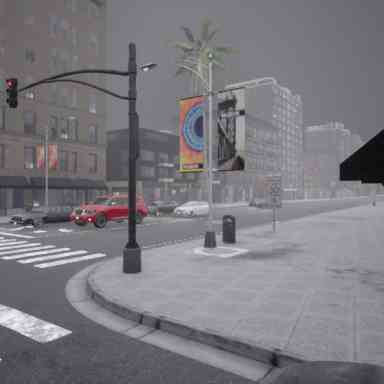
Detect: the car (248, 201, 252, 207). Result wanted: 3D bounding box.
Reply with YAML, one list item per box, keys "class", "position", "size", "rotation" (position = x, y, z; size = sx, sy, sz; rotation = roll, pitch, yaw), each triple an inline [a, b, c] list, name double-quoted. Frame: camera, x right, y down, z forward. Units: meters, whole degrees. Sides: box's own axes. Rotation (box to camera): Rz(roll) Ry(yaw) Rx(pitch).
- class: "car"
  position: [10.518, 1.633, 51.042]
  size: [2.033, 1.411, 5.357]
  rotation: [0, 0, 36]

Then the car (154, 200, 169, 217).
- class: "car"
  position: [-2.978, 1.536, 32.054]
  size: [1.837, 1.490, 4.892]
  rotation: [0, 0, 35]

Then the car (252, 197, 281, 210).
- class: "car"
  position: [10.405, 1.428, 45.320]
  size: [2.097, 1.767, 4.553]
  rotation: [0, 0, 36]

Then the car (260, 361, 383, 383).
- class: "car"
  position: [2.169, 1.551, 1.301]
  size: [4.403, 1.369, 2.008]
  rotation: [0, 0, 35]

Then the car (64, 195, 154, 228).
- class: "car"
  position: [-5.497, 1.243, 22.827]
  size: [2.150, 2.045, 5.566]
  rotation: [0, 0, 35]

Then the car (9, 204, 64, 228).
- class: "car"
  position: [-9.466, 1.561, 22.847]
  size: [2.033, 1.411, 5.357]
  rotation: [0, 0, 35]

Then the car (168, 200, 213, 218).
- class: "car"
  position: [0.191, 1.565, 30.901]
  size: [1.812, 1.442, 4.674]
  rotation: [0, 0, 35]
